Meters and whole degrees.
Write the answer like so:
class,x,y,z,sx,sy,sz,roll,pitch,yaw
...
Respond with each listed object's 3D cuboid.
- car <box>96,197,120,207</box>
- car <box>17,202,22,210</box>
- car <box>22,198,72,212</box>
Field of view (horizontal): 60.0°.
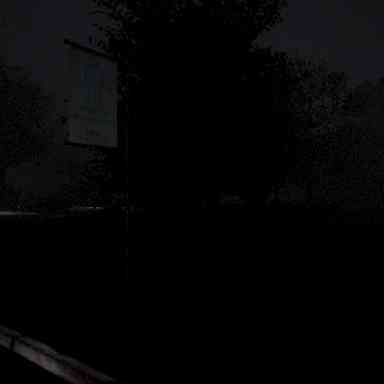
class,x,y,z,sx,sy,sz,roll,pitch,yaw
car,-11.976,1.503,50.048,2.033,1.411,5.357,0,0,38
car,-18.976,1.484,41.176,2.128,1.511,4.902,0,0,39
car,-16.512,1.470,38.652,1.882,1.535,5.008,0,0,39
